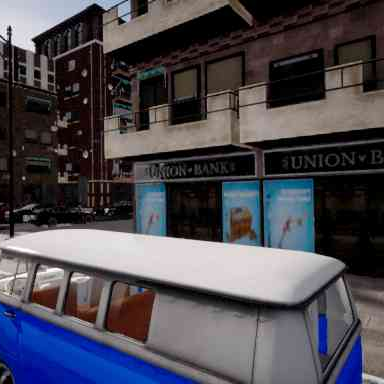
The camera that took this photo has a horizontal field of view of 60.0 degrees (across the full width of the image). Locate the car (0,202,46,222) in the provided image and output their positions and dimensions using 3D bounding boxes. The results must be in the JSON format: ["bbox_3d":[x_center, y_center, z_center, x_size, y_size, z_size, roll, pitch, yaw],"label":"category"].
[{"bbox_3d":[-12.485,1.636,26.980,1.837,1.490,4.892,-1,-1,36],"label":"car"}]

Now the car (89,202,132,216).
[{"bbox_3d":[-8.820,1.799,36.408,1.947,1.339,4.313,-2,-1,36],"label":"car"}]

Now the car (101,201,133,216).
[{"bbox_3d":[-6.940,1.675,34.581,2.128,1.511,4.902,-1,-1,36],"label":"car"}]

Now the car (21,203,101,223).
[{"bbox_3d":[-8.691,1.584,22.357,1.947,1.339,4.313,-2,-1,36],"label":"car"}]

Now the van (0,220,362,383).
[{"bbox_3d":[-0.516,1.342,3.219,3.998,1.788,1.690,0,-1,35],"label":"van"}]
